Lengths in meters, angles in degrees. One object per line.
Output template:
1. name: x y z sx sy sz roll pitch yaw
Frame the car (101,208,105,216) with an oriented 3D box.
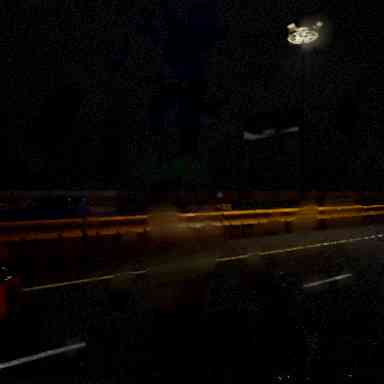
1. car: -9.671 1.571 27.088 4.718 1.301 1.895 0 0 -35

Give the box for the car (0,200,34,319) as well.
1. car: -5.319 1.212 4.278 5.566 2.045 2.150 0 0 -36

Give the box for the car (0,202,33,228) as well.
1. car: -12.786 1.448 20.634 5.008 1.535 1.882 0 0 -35

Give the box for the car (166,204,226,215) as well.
1. car: 0.308 1.459 21.217 4.181 1.385 1.994 0 0 -35

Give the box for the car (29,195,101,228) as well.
1. car: -8.528 1.200 19.356 5.566 2.045 2.150 0 0 -35
